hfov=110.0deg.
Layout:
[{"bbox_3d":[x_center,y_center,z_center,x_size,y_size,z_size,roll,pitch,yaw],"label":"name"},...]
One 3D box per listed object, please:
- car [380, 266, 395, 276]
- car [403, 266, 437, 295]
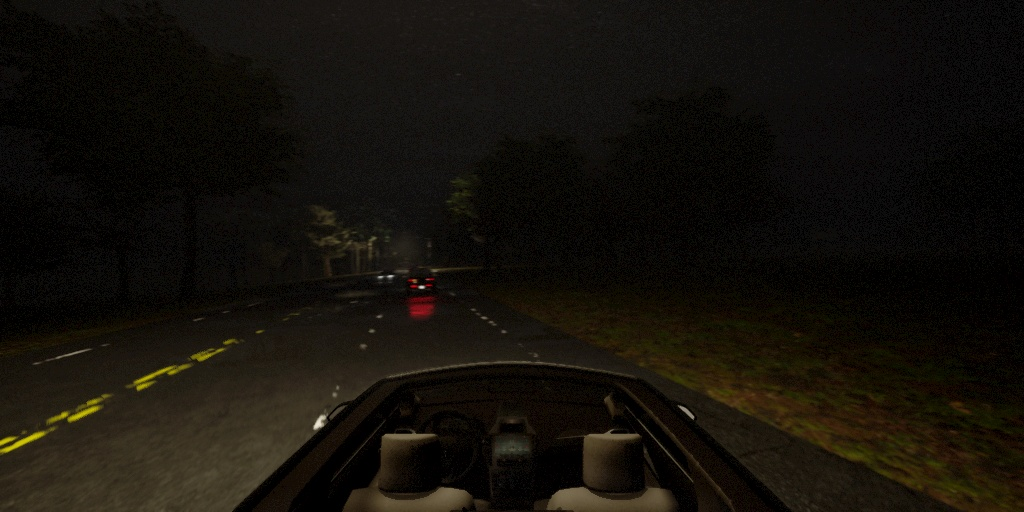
[{"bbox_3d":[-20.377,2.434,58.727,1.812,1.442,4.674,-2,-1,-10],"label":"car"},{"bbox_3d":[-5.937,1.599,23.246,1.837,1.490,4.892,-2,0,-16],"label":"car"}]
